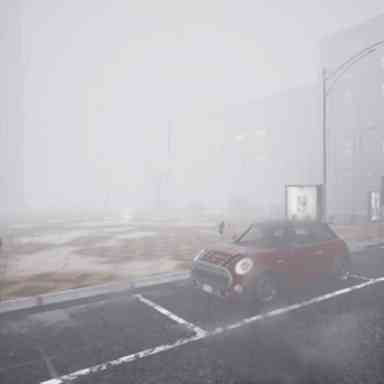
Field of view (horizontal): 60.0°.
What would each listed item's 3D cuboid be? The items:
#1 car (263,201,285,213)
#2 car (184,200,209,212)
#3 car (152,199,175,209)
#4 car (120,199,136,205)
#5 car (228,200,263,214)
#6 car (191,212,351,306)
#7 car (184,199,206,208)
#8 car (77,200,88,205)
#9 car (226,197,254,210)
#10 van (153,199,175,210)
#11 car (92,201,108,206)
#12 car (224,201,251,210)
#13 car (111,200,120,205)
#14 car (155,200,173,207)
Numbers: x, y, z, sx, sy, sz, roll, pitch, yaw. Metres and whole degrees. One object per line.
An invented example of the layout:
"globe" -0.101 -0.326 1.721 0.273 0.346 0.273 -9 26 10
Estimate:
"car" 9.994 1.903 34.220 2.008 1.369 4.403 -1 0 -36
"car" 0.646 2.131 47.203 1.887 1.381 4.507 -2 0 -36
"car" -5.245 2.126 60.081 2.097 1.767 4.553 -1 -1 -36
"car" -15.786 2.550 84.315 1.967 1.590 4.097 -2 0 -36
"car" 6.727 1.985 38.730 2.008 1.369 4.403 -1 0 -36
"car" 1.941 1.443 7.954 4.097 1.590 1.967 0 0 -36
"car" 0.552 2.140 61.766 1.967 1.590 4.097 -2 0 -36
"car" -29.104 2.879 88.421 1.887 1.381 4.507 -2 0 -36
"car" 6.886 1.685 43.163 2.150 2.045 5.566 -1 0 -36
"van" -4.276 2.051 54.088 1.690 1.788 3.998 -2 0 -36
"car" -22.570 2.720 79.400 2.008 1.369 4.403 -2 0 -36
"car" 7.149 2.118 52.790 1.802 1.307 4.206 -2 0 -36
"car" -19.050 2.758 88.825 1.947 1.339 4.313 -2 0 -36
"car" -5.982 2.446 70.784 1.802 1.307 4.206 -2 0 -36
